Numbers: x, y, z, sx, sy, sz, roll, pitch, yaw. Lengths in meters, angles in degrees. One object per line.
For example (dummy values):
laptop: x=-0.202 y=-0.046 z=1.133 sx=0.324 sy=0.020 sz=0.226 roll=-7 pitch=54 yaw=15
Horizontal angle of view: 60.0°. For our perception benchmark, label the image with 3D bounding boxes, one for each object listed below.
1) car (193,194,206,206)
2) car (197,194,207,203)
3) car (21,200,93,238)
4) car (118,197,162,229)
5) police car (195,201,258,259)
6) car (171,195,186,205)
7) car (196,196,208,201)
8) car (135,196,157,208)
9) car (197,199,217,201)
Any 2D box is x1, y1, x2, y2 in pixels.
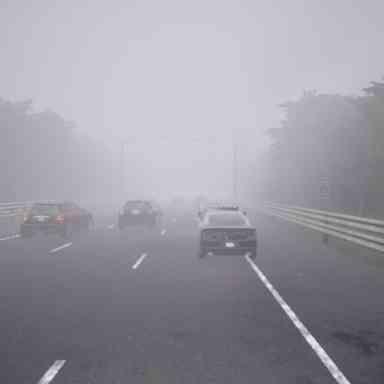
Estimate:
car: x=1.203 y=1.235 z=48.314 sx=1.837 sy=1.490 sz=4.892 roll=0 pitch=0 yaw=3
car: x=1.890 y=1.180 z=62.171 sx=1.812 sy=1.442 sz=4.674 roll=0 pitch=0 yaw=3
car: x=-6.702 y=1.253 z=17.022 sx=2.097 sy=1.767 sz=4.553 roll=0 pitch=0 yaw=1
car: x=-3.126 y=1.233 z=20.915 sx=2.097 sy=1.767 sz=4.553 roll=0 pitch=0 yaw=1
police car: x=1.170 y=1.355 z=12.485 sx=1.930 sy=1.638 sz=5.238 roll=0 pitch=0 yaw=1
car: x=-2.057 y=1.233 z=51.819 sx=1.812 sy=1.442 sz=4.674 roll=0 pitch=0 yaw=3
car: x=1.512 y=1.369 z=28.250 sx=1.812 sy=1.442 sz=4.674 roll=0 pitch=0 yaw=2
car: x=-5.956 y=1.295 z=43.764 sx=2.033 sy=1.411 sz=5.357 roll=0 pitch=0 yaw=3
car: x=1.358 y=1.402 z=22.298 sx=1.812 sy=1.442 sz=4.674 roll=0 pitch=0 yaw=1
